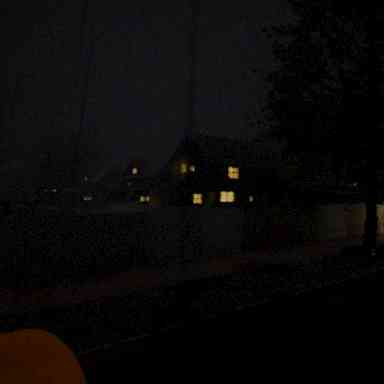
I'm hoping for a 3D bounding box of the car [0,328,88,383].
[{"bbox_3d":[-2.803,1.476,0.938,5.008,1.535,1.882,0,0,-36],"label":"car"}]
